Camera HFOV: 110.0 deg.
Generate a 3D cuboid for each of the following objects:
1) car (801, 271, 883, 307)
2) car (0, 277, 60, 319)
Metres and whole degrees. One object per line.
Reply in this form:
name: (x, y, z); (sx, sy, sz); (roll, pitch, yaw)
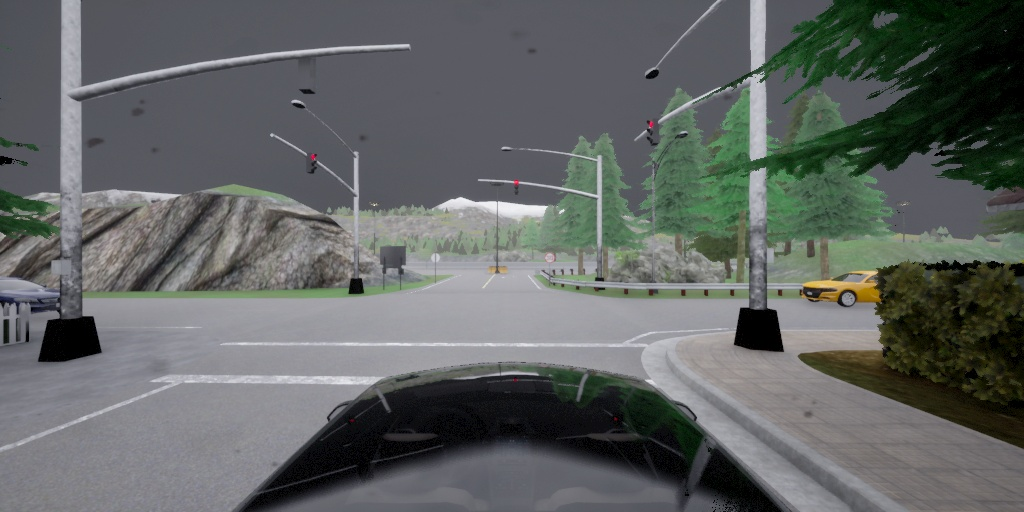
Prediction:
car: (15.954, 1.419, 16.193); (5.008, 1.535, 1.882); (0, 0, 0)
car: (-18.279, 1.467, 12.677); (4.674, 1.442, 1.812); (0, 0, 0)
